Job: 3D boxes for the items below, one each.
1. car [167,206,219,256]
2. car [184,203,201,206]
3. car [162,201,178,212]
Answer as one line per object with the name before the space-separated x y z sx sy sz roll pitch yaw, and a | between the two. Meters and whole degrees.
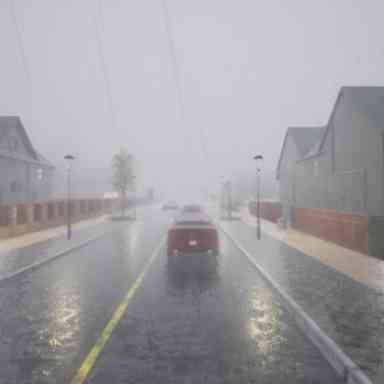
car | 0.050 1.566 13.613 1.882 1.535 5.008 0 0 0
car | 0.039 1.702 27.523 1.837 1.490 4.892 0 0 0
car | -2.811 1.906 44.001 1.994 1.385 4.181 0 -1 1
